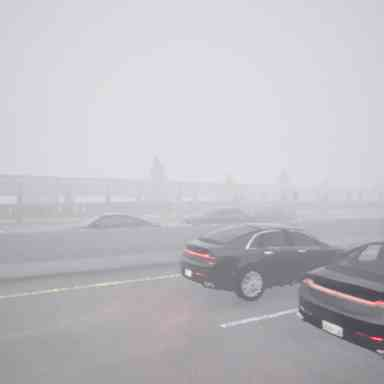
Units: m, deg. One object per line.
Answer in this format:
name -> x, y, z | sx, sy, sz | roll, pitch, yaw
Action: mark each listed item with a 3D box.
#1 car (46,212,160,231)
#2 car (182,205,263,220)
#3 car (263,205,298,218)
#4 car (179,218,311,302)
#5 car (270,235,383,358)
car -> -3.503, 1.576, 13.534 | 4.674, 1.442, 1.812 | 1, 0, -28
car -> 1.654, 1.648, 20.276 | 4.892, 1.490, 1.837 | 1, -1, -28
car -> 6.027, 1.771, 26.594 | 5.357, 1.411, 2.033 | 1, 0, -28
car -> 2.054, 1.561, 8.345 | 4.892, 1.490, 1.837 | 2, -1, -28
car -> 3.917, 1.546, 5.373 | 4.902, 1.511, 2.128 | 1, 0, -28
